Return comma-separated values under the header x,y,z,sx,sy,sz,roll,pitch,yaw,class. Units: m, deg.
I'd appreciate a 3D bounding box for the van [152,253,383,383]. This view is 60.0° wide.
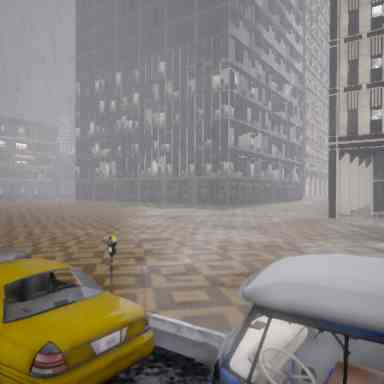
x,y,z,sx,sy,sz,roll,pitch,yaw,class
1.901,1.339,1.508,3.998,1.788,1.690,0,0,36,van

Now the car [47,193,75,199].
x,y,z,sx,sy,sz,roll,pitch,yaw,class
-29.148,0.907,73.921,2.008,1.369,4.403,2,2,35,car

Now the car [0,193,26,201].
x,y,z,sx,sy,sz,roll,pitch,yaw,class
-35.487,1.081,64.762,2.008,1.369,4.403,2,2,35,car

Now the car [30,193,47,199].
x,y,z,sx,sy,sz,roll,pitch,yaw,class
-36.038,0.846,78.690,2.008,1.369,4.403,2,2,35,car

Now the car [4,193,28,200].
x,y,z,sx,sy,sz,roll,pitch,yaw,class
-39.207,0.948,74.112,1.947,1.339,4.313,2,2,35,car

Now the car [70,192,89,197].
x,y,z,sx,sy,sz,roll,pitch,yaw,class
-29.699,0.689,87.849,1.947,1.339,4.313,2,2,35,car

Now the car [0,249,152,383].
x,y,z,sx,sy,sz,roll,pitch,yaw,class
-2.735,1.523,4.817,4.829,1.417,1.752,0,0,36,car
